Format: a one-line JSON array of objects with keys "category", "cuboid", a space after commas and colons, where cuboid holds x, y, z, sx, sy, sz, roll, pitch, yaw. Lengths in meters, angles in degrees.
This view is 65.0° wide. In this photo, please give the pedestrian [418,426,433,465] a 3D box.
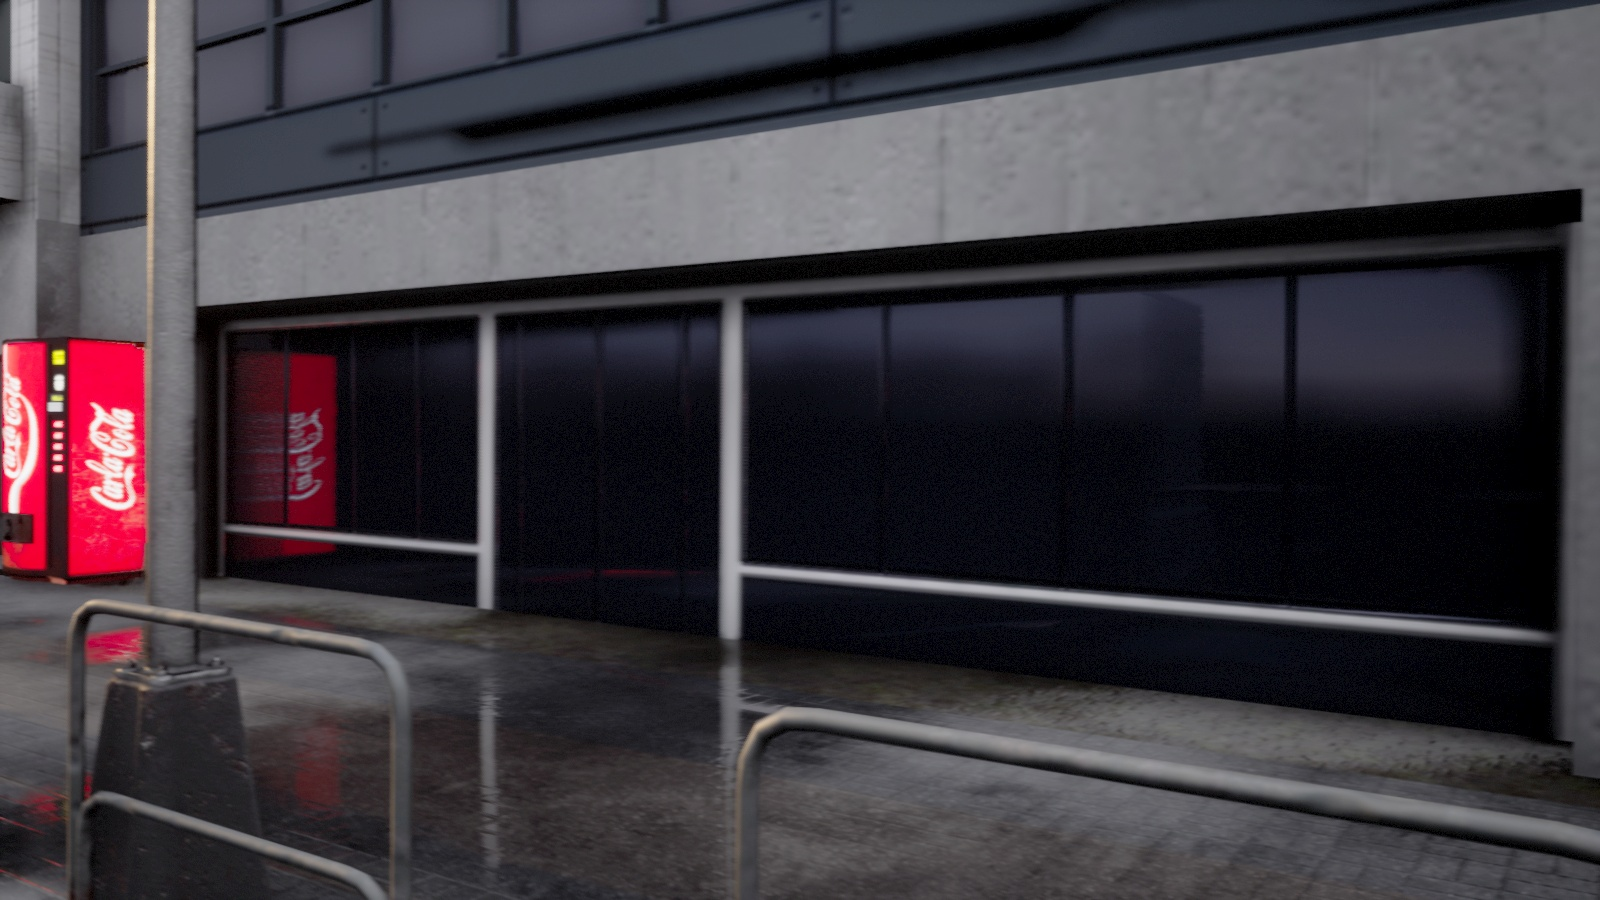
[{"category": "pedestrian", "cuboid": [-17.754, -0.211, 59.540, 0.594, 1.836, 0.345, -1, 1, -27]}]
